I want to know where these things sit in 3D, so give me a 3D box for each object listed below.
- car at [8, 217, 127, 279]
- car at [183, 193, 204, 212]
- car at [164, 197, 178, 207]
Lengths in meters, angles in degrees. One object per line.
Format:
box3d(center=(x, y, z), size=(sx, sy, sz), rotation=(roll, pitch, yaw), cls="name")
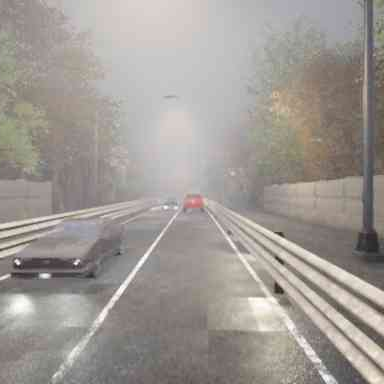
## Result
box3d(center=(-3.312, 1.500, 10.169), size=(2.033, 1.411, 5.357), rotation=(0, 0, 0), cls="car")
box3d(center=(0.156, 1.121, 36.327), size=(2.150, 2.045, 5.566), rotation=(0, 0, 0), cls="car")
box3d(center=(-3.107, 1.476, 50.703), size=(1.837, 1.490, 4.892), rotation=(0, 0, 1), cls="car")
